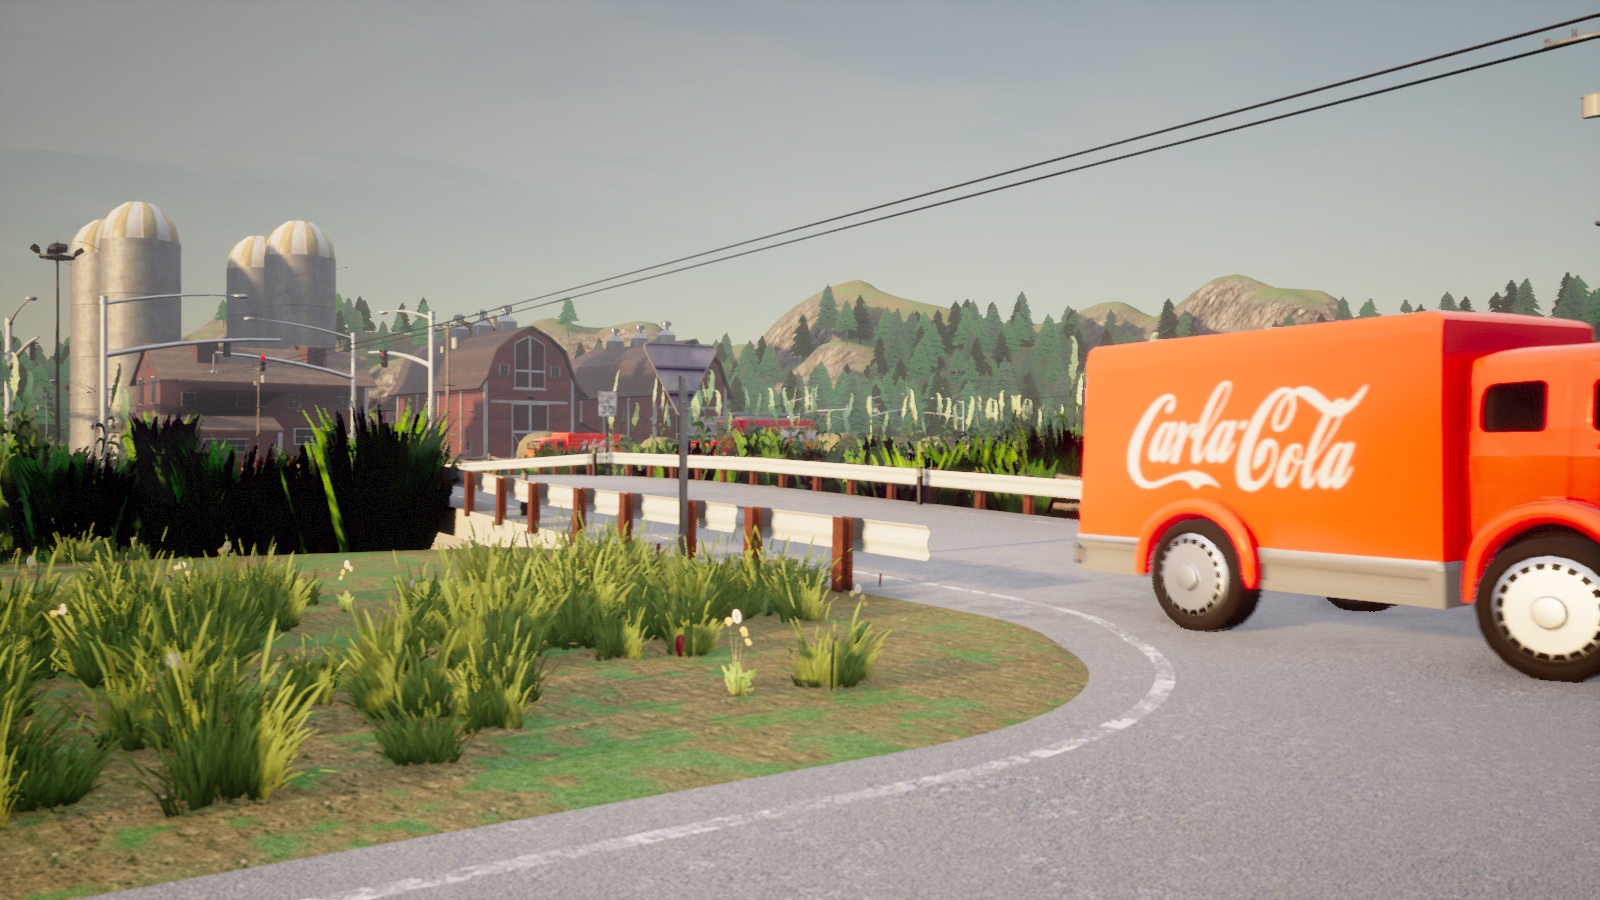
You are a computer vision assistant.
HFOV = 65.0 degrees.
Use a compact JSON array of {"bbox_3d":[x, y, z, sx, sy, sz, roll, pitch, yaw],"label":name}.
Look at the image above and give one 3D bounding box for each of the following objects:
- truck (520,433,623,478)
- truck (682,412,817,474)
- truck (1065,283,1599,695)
[{"bbox_3d":[-13.117,0.293,72.226,5.204,2.467,2.627,0,0,-38],"label":"truck"},{"bbox_3d":[-3.153,-0.444,80.073,8.468,3.827,2.891,0,0,-38],"label":"truck"},{"bbox_3d":[4.907,0.218,9.742,2.627,2.467,5.204,-2,1,-33],"label":"truck"}]
